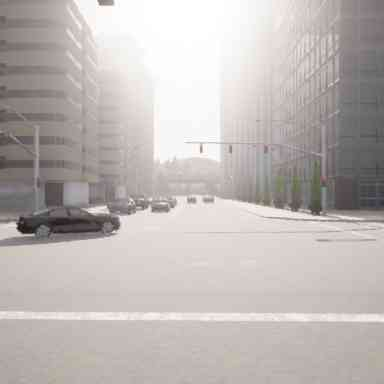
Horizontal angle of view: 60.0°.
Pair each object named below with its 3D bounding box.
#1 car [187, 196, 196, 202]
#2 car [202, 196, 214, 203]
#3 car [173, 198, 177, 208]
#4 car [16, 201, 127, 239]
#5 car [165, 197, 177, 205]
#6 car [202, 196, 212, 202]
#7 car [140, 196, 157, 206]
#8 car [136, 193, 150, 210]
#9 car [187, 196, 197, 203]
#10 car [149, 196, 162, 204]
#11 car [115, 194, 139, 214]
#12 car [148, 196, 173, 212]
[{"bbox_3d":[-0.055,1.522,75.991,1.994,1.385,4.181,0,0,0],"label":"car"},{"bbox_3d":[3.452,1.505,67.500,1.837,1.490,4.892,0,0,0],"label":"car"},{"bbox_3d":[-3.631,1.352,48.144,2.097,1.767,4.553,0,0,0],"label":"car"},{"bbox_3d":[-6.239,1.450,17.194,5.008,1.535,1.882,0,1,-31],"label":"car"},{"bbox_3d":[-3.621,1.601,57.913,1.895,1.301,4.718,0,0,0],"label":"car"},{"bbox_3d":[3.445,1.528,76.167,1.994,1.385,4.181,0,0,0],"label":"car"},{"bbox_3d":[-7.128,1.491,54.493,2.128,1.511,4.902,0,0,0],"label":"car"},{"bbox_3d":[-7.129,1.221,44.031,2.150,2.045,5.566,0,0,0],"label":"car"},{"bbox_3d":[-0.048,1.478,66.664,1.882,1.535,5.008,0,0,0],"label":"car"},{"bbox_3d":[-7.089,1.506,64.846,1.837,1.490,4.892,0,0,0],"label":"car"},{"bbox_3d":[-7.125,1.352,34.442,2.097,1.767,4.553,0,0,0],"label":"car"},{"bbox_3d":[-3.628,1.505,38.940,1.837,1.490,4.892,0,0,0],"label":"car"}]
